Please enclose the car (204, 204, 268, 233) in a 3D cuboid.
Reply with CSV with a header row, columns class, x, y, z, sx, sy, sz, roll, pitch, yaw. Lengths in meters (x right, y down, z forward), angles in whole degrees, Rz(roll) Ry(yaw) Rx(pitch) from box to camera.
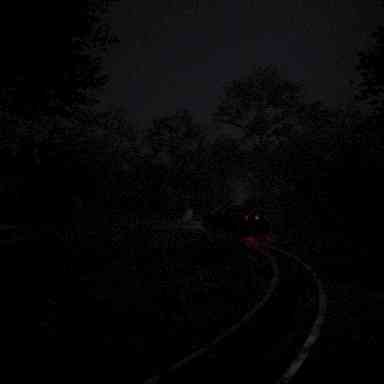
class,x,y,z,sx,sy,sz,roll,pitch,yaw
car,2.737,1.647,22.016,2.097,1.767,4.553,0,-1,-35
